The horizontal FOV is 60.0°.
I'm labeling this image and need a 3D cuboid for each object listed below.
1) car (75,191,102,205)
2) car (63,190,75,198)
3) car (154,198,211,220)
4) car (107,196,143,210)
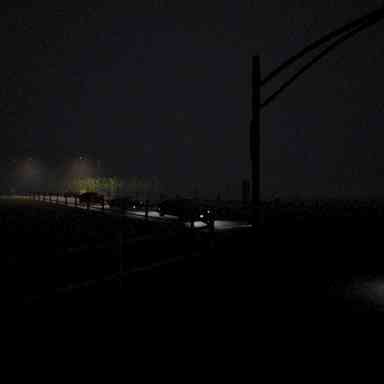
[{"bbox_3d":[-12.453,0.743,41.068,1.882,1.535,5.008,0,1,-35],"label":"car"},{"bbox_3d":[-22.525,0.355,62.016,1.882,1.535,5.008,0,1,-35],"label":"car"},{"bbox_3d":[-0.855,1.180,24.361,2.033,1.411,5.357,0,1,-35],"label":"car"},{"bbox_3d":[-6.591,1.051,32.613,1.895,1.301,4.718,0,1,-35],"label":"car"}]
